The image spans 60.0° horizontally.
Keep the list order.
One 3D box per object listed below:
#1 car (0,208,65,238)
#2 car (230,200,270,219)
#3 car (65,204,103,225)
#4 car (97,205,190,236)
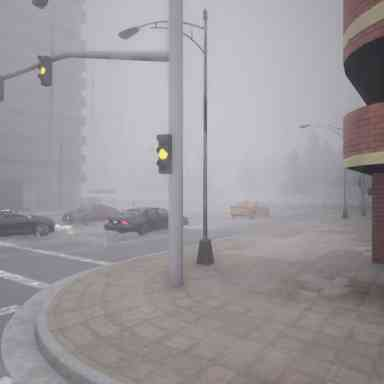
[{"bbox_3d":[-8.877,1.491,15.499,2.128,1.511,4.902,0,0,36],"label":"car"},{"bbox_3d":[5.130,1.478,28.961,1.882,1.535,5.008,0,0,36],"label":"car"},{"bbox_3d":[-7.213,1.564,24.111,1.994,1.385,4.181,0,0,36],"label":"car"},{"bbox_3d":[-2.353,1.546,18.568,2.033,1.411,5.357,0,0,36],"label":"car"}]
